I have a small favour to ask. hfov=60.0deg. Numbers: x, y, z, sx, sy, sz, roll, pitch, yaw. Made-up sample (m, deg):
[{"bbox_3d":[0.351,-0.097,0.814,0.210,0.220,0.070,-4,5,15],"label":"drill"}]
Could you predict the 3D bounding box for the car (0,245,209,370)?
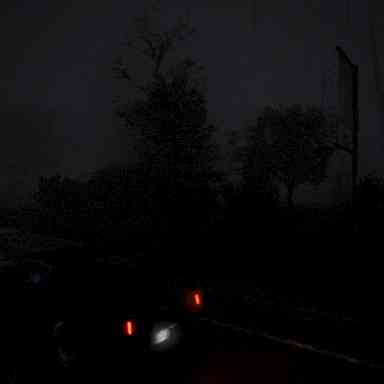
[{"bbox_3d":[-2.138,1.607,5.748,4.718,1.301,1.895,0,0,38],"label":"car"}]
